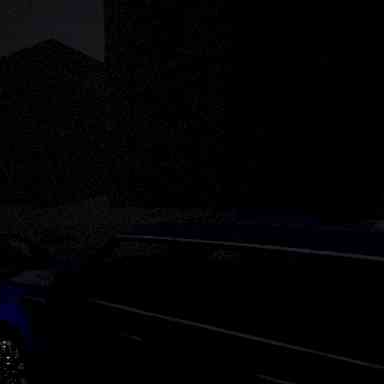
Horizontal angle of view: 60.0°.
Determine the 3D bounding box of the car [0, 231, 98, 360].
[{"bbox_3d":[-4.343,1.485,6.316,4.892,1.521,2.231,0,0,35],"label":"car"}]
